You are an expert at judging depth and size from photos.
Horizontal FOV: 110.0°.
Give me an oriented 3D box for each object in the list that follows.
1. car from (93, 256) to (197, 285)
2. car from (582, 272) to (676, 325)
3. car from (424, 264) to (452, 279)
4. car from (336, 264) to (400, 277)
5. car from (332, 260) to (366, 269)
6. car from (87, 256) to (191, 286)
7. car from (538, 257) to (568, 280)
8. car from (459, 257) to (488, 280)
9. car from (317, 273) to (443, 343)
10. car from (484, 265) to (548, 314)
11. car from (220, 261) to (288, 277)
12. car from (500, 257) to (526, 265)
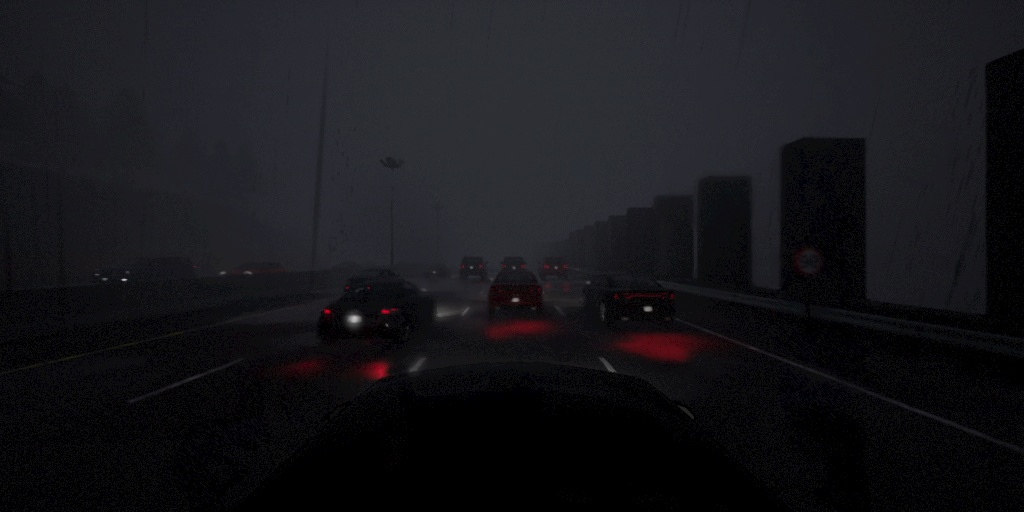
[{"bbox_3d":[-24.523,1.045,24.355,2.150,2.045,5.566,0,0,0],"label":"car"},{"bbox_3d":[3.629,1.261,11.997,1.882,1.535,5.008,0,0,0],"label":"car"},{"bbox_3d":[-6.930,1.418,33.851,1.994,1.385,4.181,0,0,-1],"label":"car"},{"bbox_3d":[-6.849,1.329,18.309,1.812,1.442,4.674,0,0,0],"label":"car"},{"bbox_3d":[-21.453,1.442,46.811,2.033,1.411,5.357,0,0,-2],"label":"car"},{"bbox_3d":[-28.032,1.054,27.354,2.150,2.045,5.566,0,0,0],"label":"car"},{"bbox_3d":[3.604,1.071,32.261,2.150,2.045,5.566,0,0,-1],"label":"car"},{"bbox_3d":[-3.396,1.070,32.319,2.150,2.045,5.566,0,0,-1],"label":"car"},{"bbox_3d":[-3.385,1.341,9.754,1.994,1.385,4.181,0,0,0],"label":"car"},{"bbox_3d":[0.141,1.267,13.986,1.882,1.535,5.008,0,0,0],"label":"car"},{"bbox_3d":[-17.538,1.174,24.575,2.097,1.767,4.553,0,0,0],"label":"car"},{"bbox_3d":[0.105,1.070,32.201,2.150,2.045,5.566,0,0,-1],"label":"car"}]
